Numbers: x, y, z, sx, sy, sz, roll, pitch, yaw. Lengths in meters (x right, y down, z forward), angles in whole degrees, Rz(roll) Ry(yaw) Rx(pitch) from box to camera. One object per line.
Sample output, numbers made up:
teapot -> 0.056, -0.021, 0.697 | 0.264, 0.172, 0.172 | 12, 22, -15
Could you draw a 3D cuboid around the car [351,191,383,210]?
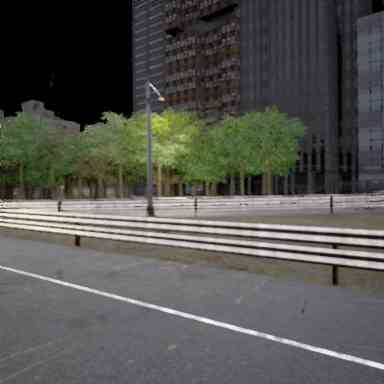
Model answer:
car -> 17.105, 0.693, 30.718 | 4.553, 1.767, 2.097 | -1, 0, -6
